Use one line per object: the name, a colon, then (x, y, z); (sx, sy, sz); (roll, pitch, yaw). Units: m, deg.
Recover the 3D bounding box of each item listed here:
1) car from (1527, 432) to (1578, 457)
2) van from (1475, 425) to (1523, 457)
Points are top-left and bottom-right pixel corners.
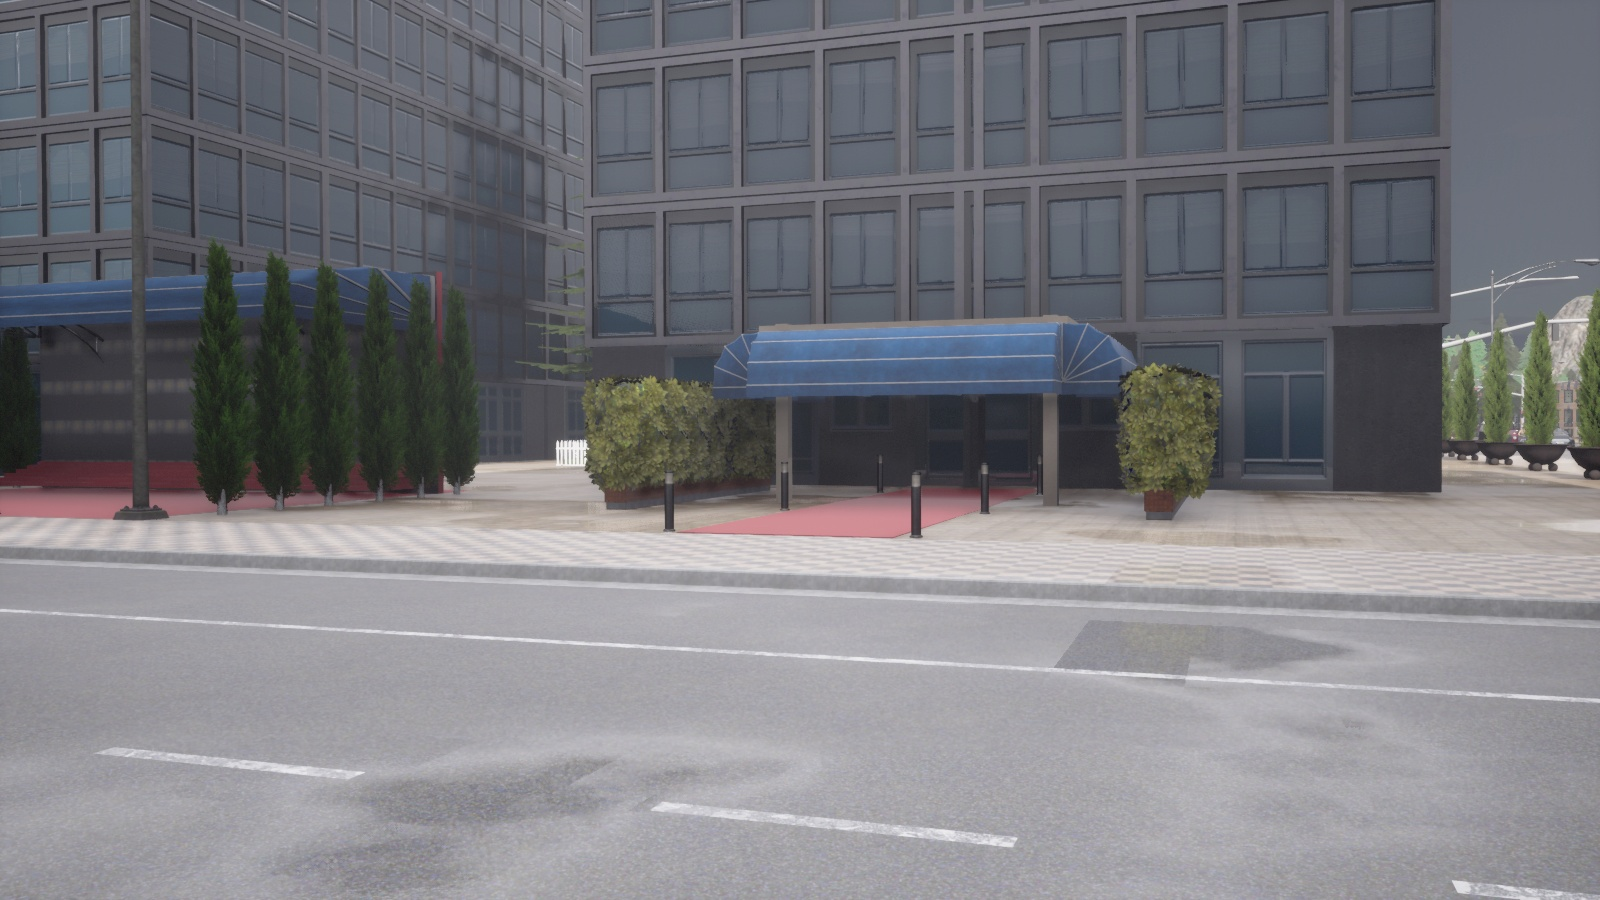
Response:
car: (50.862, -0.413, 84.987); (2.033, 1.649, 4.856); (1, 1, 19)
van: (47.010, -0.628, 84.558); (2.069, 2.038, 4.480); (1, 1, 19)
